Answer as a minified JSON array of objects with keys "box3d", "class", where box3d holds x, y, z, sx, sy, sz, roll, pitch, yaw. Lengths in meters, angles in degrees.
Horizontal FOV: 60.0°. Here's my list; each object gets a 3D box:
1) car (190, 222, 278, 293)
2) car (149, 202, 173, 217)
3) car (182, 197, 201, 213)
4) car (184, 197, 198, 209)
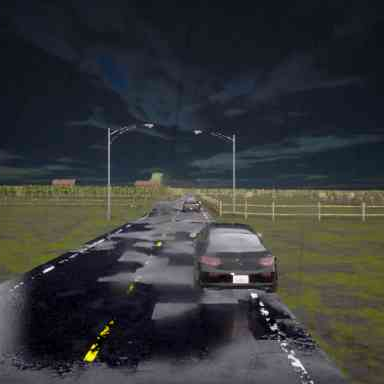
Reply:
[{"box3d":[0.938,1.526,8.736,1.812,1.442,4.674,0,0,0],"class":"car"},{"box3d":[-2.844,1.597,31.081,1.895,1.301,4.718,0,0,0],"class":"car"},{"box3d":[-0.040,1.486,36.574,2.128,1.511,4.902,0,0,0],"class":"car"},{"box3d":[-0.115,1.469,46.986,1.882,1.535,5.008,0,0,0],"class":"car"}]
